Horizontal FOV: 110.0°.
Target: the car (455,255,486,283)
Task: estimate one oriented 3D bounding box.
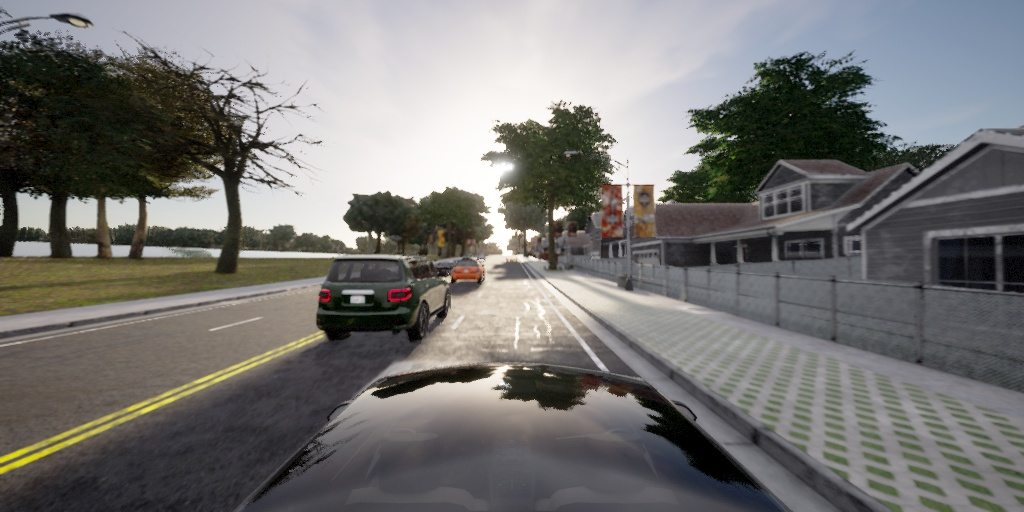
[{"bbox_3d":[-3.154,1.019,26.712,2.097,1.767,4.553,0,1,0],"label":"car"}]

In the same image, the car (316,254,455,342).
[{"bbox_3d":[-3.162,0.977,9.981,2.150,2.045,5.566,0,0,0],"label":"car"}]

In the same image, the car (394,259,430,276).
[{"bbox_3d":[-9.849,1.109,35.740,2.033,1.411,5.357,0,1,0],"label":"car"}]

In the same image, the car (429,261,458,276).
[{"bbox_3d":[-6.598,1.173,35.047,1.895,1.301,4.718,0,1,0],"label":"car"}]
